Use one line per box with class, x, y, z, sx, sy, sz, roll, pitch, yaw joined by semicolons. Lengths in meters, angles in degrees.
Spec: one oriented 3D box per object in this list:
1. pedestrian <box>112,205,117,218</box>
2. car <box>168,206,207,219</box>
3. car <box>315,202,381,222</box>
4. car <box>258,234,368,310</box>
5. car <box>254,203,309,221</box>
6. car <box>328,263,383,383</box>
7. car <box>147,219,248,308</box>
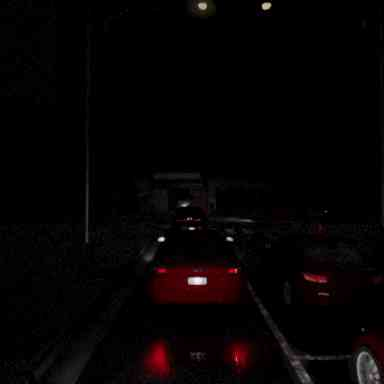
pedestrian;-6.857;1.745;29.574;0.500;1.100;0.500;0;-1;0
car;-0.246;1.551;18.858;1.837;1.490;4.892;0;1;-5
car;11.212;1.450;23.659;4.674;1.442;1.812;-1;-1;0
car;2.642;1.603;7.509;1.802;1.307;4.206;1;0;0
car;7.131;1.590;26.616;4.181;1.385;1.994;-1;-1;1
car;2.647;1.588;2.071;1.802;1.307;4.206;1;0;0
car;0.089;1.586;8.033;1.994;1.385;4.181;0;0;0
